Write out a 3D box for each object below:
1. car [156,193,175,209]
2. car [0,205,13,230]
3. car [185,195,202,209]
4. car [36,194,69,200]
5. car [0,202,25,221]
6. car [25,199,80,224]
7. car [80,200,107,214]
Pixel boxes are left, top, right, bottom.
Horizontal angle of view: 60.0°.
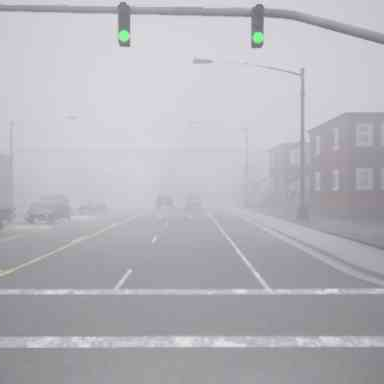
[{"bbox_3d":[-3.531,1.194,43.812,2.150,2.045,5.566,0,0,0],"label":"car"},{"bbox_3d":[-10.638,1.538,15.110,2.033,1.411,5.357,0,0,-3],"label":"car"},{"bbox_3d":[0.273,1.323,44.796,2.097,1.767,4.553,0,0,3],"label":"car"},{"bbox_3d":[-14.060,1.201,33.314,2.150,2.045,5.566,0,0,1],"label":"car"},{"bbox_3d":[-14.097,1.478,23.079,2.128,1.511,4.902,0,0,0],"label":"car"},{"bbox_3d":[-10.599,1.532,25.248,2.033,1.411,5.357,0,0,0],"label":"car"},{"bbox_3d":[-10.550,1.578,35.495,1.895,1.301,4.718,0,0,1],"label":"car"}]
